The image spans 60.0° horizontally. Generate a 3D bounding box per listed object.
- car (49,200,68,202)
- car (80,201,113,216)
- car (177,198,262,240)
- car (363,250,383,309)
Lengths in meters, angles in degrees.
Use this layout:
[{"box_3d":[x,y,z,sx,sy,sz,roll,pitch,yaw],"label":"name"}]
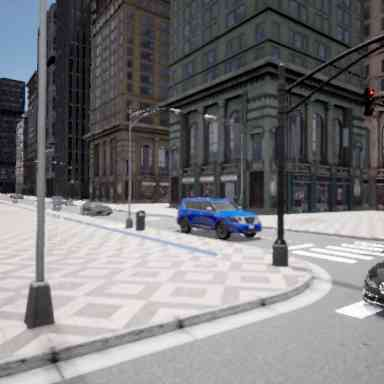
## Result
[{"box_3d":[-18.996,1.338,47.048,1.895,1.301,4.718,1,0,-35],"label":"car"},{"box_3d":[-9.927,1.669,34.160,2.033,1.411,5.357,1,0,-35],"label":"car"},{"box_3d":[1.304,1.362,18.410,2.150,2.045,5.566,1,0,-36],"label":"car"},{"box_3d":[5.678,1.694,7.314,4.892,1.490,1.837,0,0,-36],"label":"car"}]
